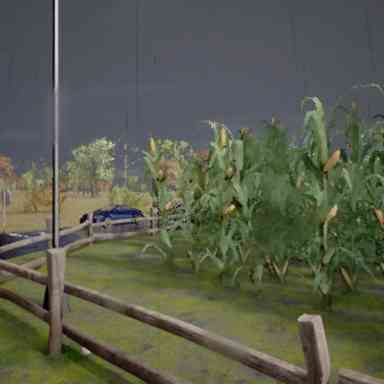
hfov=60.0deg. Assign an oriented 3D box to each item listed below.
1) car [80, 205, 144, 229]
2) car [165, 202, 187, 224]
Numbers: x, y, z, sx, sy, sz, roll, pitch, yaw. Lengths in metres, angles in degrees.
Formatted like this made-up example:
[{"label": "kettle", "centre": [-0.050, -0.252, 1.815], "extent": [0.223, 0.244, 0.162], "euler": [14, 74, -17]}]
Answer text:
[{"label": "car", "centre": [-5.094, 1.518, 21.543], "extent": [1.994, 1.385, 4.181], "euler": [0, 0, 37]}, {"label": "car", "centre": [-0.302, 1.434, 23.116], "extent": [2.128, 1.511, 4.902], "euler": [0, 0, 37]}]
